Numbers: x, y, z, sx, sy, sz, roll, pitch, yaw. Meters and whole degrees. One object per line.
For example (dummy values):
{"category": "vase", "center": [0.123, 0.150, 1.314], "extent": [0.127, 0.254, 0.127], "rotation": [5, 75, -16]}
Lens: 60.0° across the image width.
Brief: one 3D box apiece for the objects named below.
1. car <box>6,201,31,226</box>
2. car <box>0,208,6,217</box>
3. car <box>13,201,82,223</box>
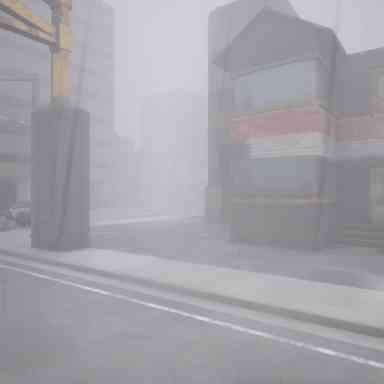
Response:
{"category": "car", "center": [-9.710, 1.453, 22.725], "extent": [2.038, 1.542, 4.974], "rotation": [0, 0, 15]}
{"category": "car", "center": [-12.868, 1.295, 25.424], "extent": [4.536, 1.218, 1.853], "rotation": [0, 0, -30]}
{"category": "car", "center": [-9.697, 1.295, 22.775], "extent": [1.853, 1.218, 4.536], "rotation": [0, 0, 15]}
